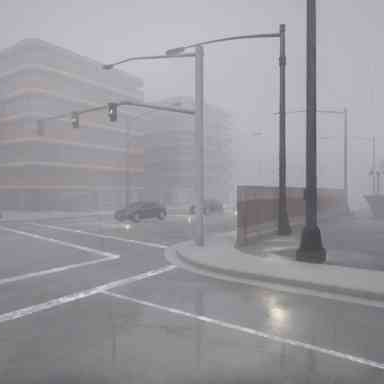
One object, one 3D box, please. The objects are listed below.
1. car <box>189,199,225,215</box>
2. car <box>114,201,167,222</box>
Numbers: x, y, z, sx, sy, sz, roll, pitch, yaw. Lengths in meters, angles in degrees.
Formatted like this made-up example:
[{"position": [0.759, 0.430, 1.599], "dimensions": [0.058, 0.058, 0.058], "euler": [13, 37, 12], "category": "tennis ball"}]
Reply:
[{"position": [1.627, 1.504, 34.444], "dimensions": [1.837, 1.490, 4.892], "euler": [0, 0, 35], "category": "car"}, {"position": [-3.961, 1.504, 26.320], "dimensions": [1.837, 1.490, 4.892], "euler": [0, 0, 35], "category": "car"}]
